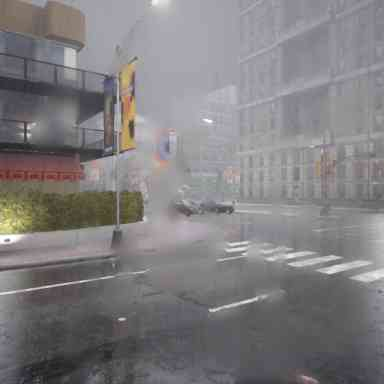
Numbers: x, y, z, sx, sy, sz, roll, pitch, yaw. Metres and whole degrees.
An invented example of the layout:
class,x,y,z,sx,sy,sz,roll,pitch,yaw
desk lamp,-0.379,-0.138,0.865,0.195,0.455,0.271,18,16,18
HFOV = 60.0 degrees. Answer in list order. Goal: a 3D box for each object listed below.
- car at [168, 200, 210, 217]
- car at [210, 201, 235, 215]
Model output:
class,x,y,z,sx,sy,sz,roll,pitch,yaw
car,-0.624,1.526,32.087,1.812,1.442,4.674,0,0,-35
car,2.227,1.601,34.117,1.895,1.301,4.718,0,0,-35
